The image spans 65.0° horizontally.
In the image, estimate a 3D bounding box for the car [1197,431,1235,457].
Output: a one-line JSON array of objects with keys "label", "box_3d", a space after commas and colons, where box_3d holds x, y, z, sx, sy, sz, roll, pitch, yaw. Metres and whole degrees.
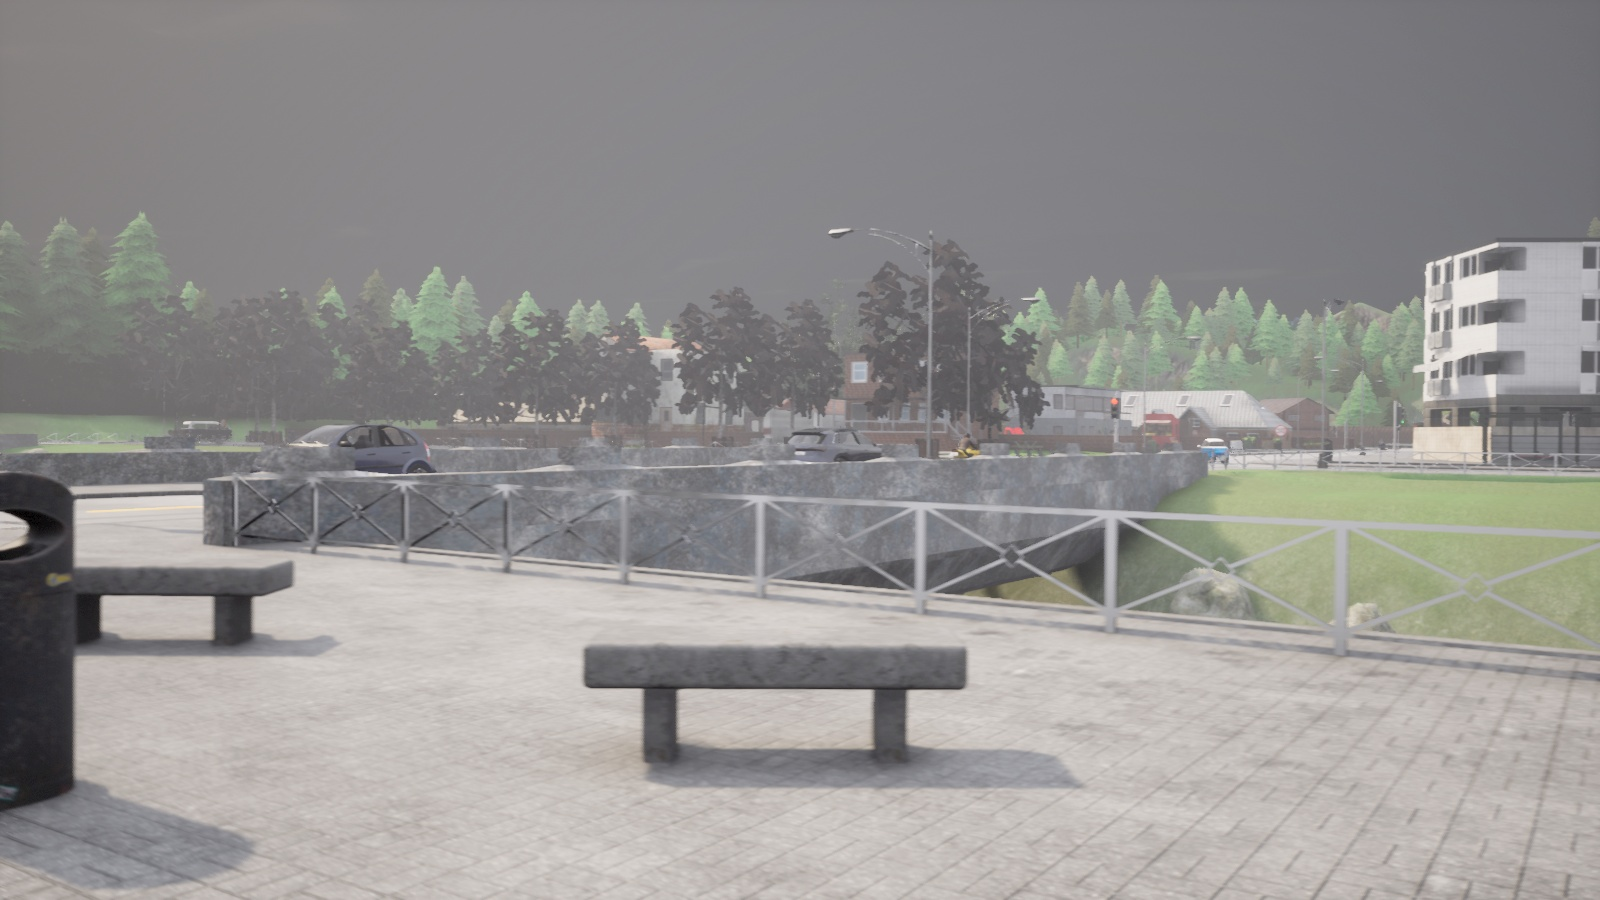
[{"label": "car", "box_3d": [22.595, -0.350, 68.255, 1.481, 1.376, 2.207, -1, 1, 4]}]

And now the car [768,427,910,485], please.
[{"label": "car", "box_3d": [1.272, 0.129, 38.174, 2.033, 1.649, 4.856, 0, 1, 34]}]

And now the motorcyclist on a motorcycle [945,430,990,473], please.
[{"label": "motorcyclist on a motorcycle", "box_3d": [6.081, 0.039, 45.419, 0.797, 1.523, 2.044, 0, 1, 34]}]

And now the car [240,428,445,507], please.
[{"label": "car", "box_3d": [-10.166, 0.337, 28.178, 1.851, 1.617, 3.988, 0, 1, 34]}]
